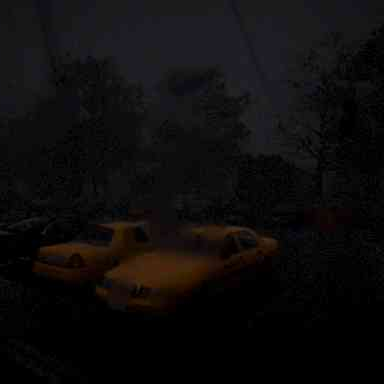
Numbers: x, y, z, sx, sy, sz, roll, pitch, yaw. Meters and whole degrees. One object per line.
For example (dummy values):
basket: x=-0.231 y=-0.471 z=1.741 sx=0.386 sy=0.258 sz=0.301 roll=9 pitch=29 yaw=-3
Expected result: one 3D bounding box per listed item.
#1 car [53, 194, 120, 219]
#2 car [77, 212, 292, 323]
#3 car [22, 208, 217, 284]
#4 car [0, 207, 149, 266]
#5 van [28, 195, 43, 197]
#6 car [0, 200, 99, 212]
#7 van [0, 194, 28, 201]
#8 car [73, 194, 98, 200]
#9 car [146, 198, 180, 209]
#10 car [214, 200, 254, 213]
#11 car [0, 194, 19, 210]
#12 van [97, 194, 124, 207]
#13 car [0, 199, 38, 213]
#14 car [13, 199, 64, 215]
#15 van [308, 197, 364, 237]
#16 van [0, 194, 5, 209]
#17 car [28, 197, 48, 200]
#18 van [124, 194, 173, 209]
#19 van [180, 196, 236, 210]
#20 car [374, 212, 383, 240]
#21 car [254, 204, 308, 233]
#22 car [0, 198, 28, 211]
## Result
car: x=-9.752 y=1.255 z=31.221 sx=2.435 sy=2.045 sz=5.566 roll=0 pitch=0 yaw=36
car: x=0.331 y=1.491 z=7.620 sx=1.946 sy=1.575 sz=5.366 roll=0 pitch=0 yaw=36
car: x=-1.603 y=1.480 z=9.473 sx=1.946 sy=1.575 sz=5.366 roll=0 pitch=0 yaw=36
car: x=-3.959 y=1.479 z=10.938 sx=2.231 sy=1.521 sz=4.892 roll=0 pitch=0 yaw=36
van: x=-18.755 y=1.308 z=37.897 sx=1.878 sy=1.987 sz=4.442 roll=0 pitch=0 yaw=36
car: x=-6.192 y=1.353 z=12.594 sx=2.185 sy=1.767 sz=4.553 roll=0 pitch=0 yaw=36
van: x=-10.642 y=1.264 z=15.912 sx=1.878 sy=1.987 sz=4.442 roll=0 pitch=0 yaw=36
car: x=-7.506 y=1.248 z=29.600 sx=2.435 sy=2.045 sz=5.566 roll=0 pitch=0 yaw=36
car: x=-0.747 y=1.478 z=24.764 sx=2.097 sy=1.535 sz=5.008 roll=0 pitch=0 yaw=36
car: x=3.757 y=1.503 z=21.542 sx=2.163 sy=1.488 sz=4.792 roll=0 pitch=0 yaw=36
car: x=-25.578 y=1.304 z=42.643 sx=2.435 sy=2.045 sz=5.566 roll=0 pitch=0 yaw=36
van: x=-5.312 y=1.266 z=27.907 sx=1.878 sy=1.987 sz=4.442 roll=0 pitch=0 yaw=36
car: x=-20.968 y=1.581 z=39.348 sx=2.002 sy=1.452 sz=4.674 roll=0 pitch=0 yaw=36
car: x=-16.574 y=1.567 z=36.183 sx=2.002 sy=1.452 sz=4.674 roll=0 pitch=0 yaw=36
van: x=8.196 y=1.264 z=18.446 sx=1.878 sy=1.987 sz=4.442 roll=0 pitch=0 yaw=36
van: x=-27.739 y=1.336 z=44.382 sx=1.878 sy=1.987 sz=4.442 roll=0 pitch=0 yaw=36
car: x=-14.231 y=1.520 z=34.482 sx=2.097 sy=1.535 sz=5.008 roll=0 pitch=0 yaw=36
van: x=-2.929 y=1.259 z=26.475 sx=1.878 sy=1.987 sz=4.442 roll=0 pitch=0 yaw=36
van: x=1.445 y=1.248 z=23.041 sx=1.878 sy=1.987 sz=4.442 roll=0 pitch=0 yaw=35
car: x=10.457 y=1.534 z=16.636 sx=2.163 sy=1.488 sz=4.792 roll=0 pitch=0 yaw=36
car: x=5.897 y=1.508 z=19.997 sx=2.163 sy=1.488 sz=4.792 roll=0 pitch=0 yaw=36
car: x=-23.217 y=1.548 z=40.967 sx=2.097 sy=1.535 sz=5.008 roll=0 pitch=0 yaw=36
